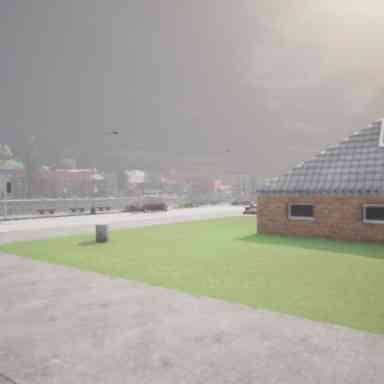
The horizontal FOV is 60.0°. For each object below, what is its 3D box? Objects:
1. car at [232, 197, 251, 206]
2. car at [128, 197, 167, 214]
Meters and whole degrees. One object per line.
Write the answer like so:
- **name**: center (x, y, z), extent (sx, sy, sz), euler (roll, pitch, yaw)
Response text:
- **car**: center (8.104, 1.549, 53.685), extent (1.994, 1.385, 4.181), euler (0, 0, 36)
- **car**: center (-4.719, 1.335, 35.854), extent (2.097, 1.767, 4.553), euler (0, 0, 36)
